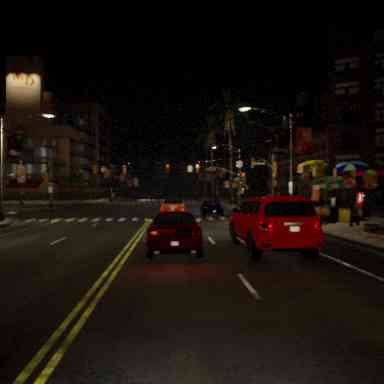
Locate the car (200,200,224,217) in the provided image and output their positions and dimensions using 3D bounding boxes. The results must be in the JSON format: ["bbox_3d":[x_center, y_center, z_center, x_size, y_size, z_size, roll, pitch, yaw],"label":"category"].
[{"bbox_3d":[1.762,1.449,30.441,1.812,1.442,4.674,0,0,-3],"label":"car"}]

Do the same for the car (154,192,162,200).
[{"bbox_3d":[-8.928,1.059,88.170,2.150,2.045,5.566,0,0,-4],"label":"car"}]

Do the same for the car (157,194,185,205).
[{"bbox_3d":[-1.650,1.291,28.785,2.097,1.767,4.553,0,0,-3],"label":"car"}]

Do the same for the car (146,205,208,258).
[{"bbox_3d":[-0.657,1.451,12.742,1.882,1.535,5.008,0,0,-3],"label":"car"}]

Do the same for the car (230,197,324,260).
[{"bbox_3d":[2.864,1.180,12.409,2.150,2.045,5.566,0,0,-3],"label":"car"}]

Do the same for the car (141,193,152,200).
[{"bbox_3d":[-12.394,1.402,87.536,1.994,1.385,4.181,0,0,-4],"label":"car"}]
